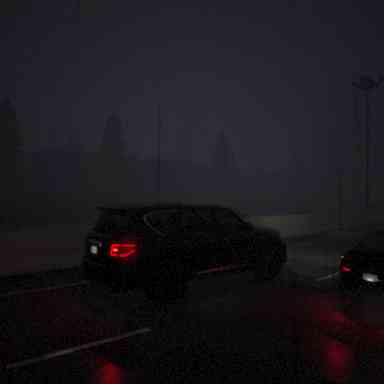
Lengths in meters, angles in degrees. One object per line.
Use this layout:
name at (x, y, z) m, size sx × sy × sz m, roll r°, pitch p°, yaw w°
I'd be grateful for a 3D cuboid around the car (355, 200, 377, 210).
car at (30.250, 2.200, 57.722) m, size 5.008 × 1.535 × 1.882 m, roll 1°, pitch -1°, yaw -45°

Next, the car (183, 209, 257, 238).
car at (1.703, 1.744, 19.429) m, size 4.181 × 1.385 × 1.994 m, roll 1°, pitch -1°, yaw -43°

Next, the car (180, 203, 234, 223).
car at (1.416, 1.764, 28.900) m, size 4.892 × 1.490 × 1.837 m, roll 1°, pitch -1°, yaw -45°

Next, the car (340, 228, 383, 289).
car at (5.451, 1.639, 8.439) m, size 4.674 × 1.442 × 1.812 m, roll 1°, pitch -1°, yaw -41°

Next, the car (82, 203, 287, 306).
car at (0.083, 1.296, 8.500) m, size 5.566 × 2.045 × 2.150 m, roll 1°, pitch 0°, yaw -39°

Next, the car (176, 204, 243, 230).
car at (1.372, 1.694, 23.935) m, size 5.008 × 1.535 × 1.882 m, roll 1°, pitch -1°, yaw -45°
